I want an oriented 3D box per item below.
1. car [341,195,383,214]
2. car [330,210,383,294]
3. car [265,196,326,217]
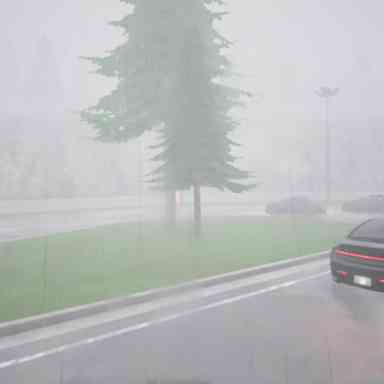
[{"bbox_3d":[12.702,0.879,23.346,1.994,1.385,4.181,-2,1,-28],"label":"car"},{"bbox_3d":[5.009,1.268,7.369,4.892,1.490,1.837,-2,1,-36],"label":"car"},{"bbox_3d":[7.390,0.990,24.069,4.181,1.385,1.994,0,1,42],"label":"car"}]
